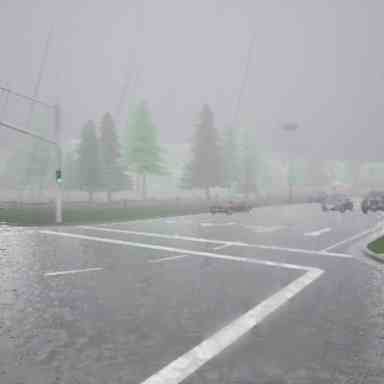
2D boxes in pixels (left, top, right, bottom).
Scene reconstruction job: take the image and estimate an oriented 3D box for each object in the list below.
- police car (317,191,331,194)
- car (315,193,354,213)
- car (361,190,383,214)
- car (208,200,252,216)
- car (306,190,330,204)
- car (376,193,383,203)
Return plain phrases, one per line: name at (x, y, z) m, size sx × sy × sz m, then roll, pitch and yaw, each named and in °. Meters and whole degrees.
police car at (17.650, 1.040, 41.280) m, size 2.038 × 1.542 × 4.974 m, roll 0°, pitch 1°, yaw 40°
car at (13.672, 1.136, 31.165) m, size 2.128 × 1.511 × 4.902 m, roll 0°, pitch 1°, yaw 40°
car at (16.581, 0.848, 29.193) m, size 2.150 × 2.045 × 5.566 m, roll 0°, pitch 1°, yaw 40°
car at (3.485, 1.363, 29.852) m, size 1.895 × 1.301 × 4.718 m, roll 0°, pitch 0°, yaw 40°
car at (18.293, 0.709, 47.658) m, size 2.150 × 2.045 × 5.566 m, roll 0°, pitch 1°, yaw 40°
car at (29.264, 0.904, 49.806) m, size 2.033 × 1.411 × 5.357 m, roll 0°, pitch 0°, yaw 40°
